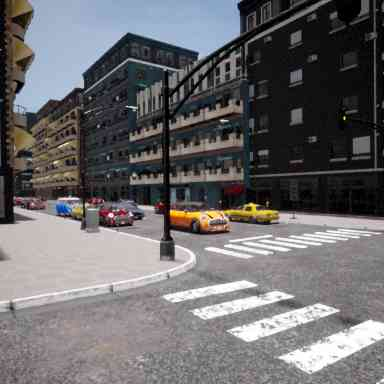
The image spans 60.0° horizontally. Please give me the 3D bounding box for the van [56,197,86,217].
[{"bbox_3d":[-12.215,1.483,32.975,1.690,1.788,3.998,-1,1,-35],"label":"van"}]

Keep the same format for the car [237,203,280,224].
[{"bbox_3d":[4.152,1.498,24.463,1.752,1.417,4.829,-1,1,-35],"label":"car"}]

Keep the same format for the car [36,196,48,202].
[{"bbox_3d":[-37.523,1.728,82.901,1.887,1.381,4.507,-1,1,-35],"label":"car"}]

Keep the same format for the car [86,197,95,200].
[{"bbox_3d":[-13.665,1.475,39.505,2.097,1.767,4.553,-1,0,-35],"label":"car"}]

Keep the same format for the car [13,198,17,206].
[{"bbox_3d":[-31.492,1.783,60.012,1.887,1.381,4.507,-1,1,-35],"label":"car"}]

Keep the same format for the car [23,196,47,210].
[{"bbox_3d":[-21.854,1.628,46.494,1.967,1.590,4.097,-1,1,-35],"label":"car"}]

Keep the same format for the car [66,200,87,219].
[{"bbox_3d":[-8.900,1.652,28.333,1.752,1.417,4.829,-1,1,-35],"label":"car"}]

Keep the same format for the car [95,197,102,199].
[{"bbox_3d":[-15.031,1.502,51.358,1.967,1.590,4.097,-1,1,-35],"label":"car"}]

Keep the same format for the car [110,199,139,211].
[{"bbox_3d":[-8.603,1.582,42.348,2.008,1.369,4.403,-1,1,-35],"label":"car"}]

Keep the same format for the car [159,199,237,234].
[{"bbox_3d":[0.203,1.409,20.022,2.097,1.767,4.553,-1,0,-35],"label":"car"}]

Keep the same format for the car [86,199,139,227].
[{"bbox_3d":[-5.787,1.553,23.965,1.967,1.590,4.097,-1,1,-35],"label":"car"}]

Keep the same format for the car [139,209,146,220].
[{"bbox_3d":[-5.973,1.632,28.689,2.033,1.411,5.357,-1,0,-35],"label":"car"}]

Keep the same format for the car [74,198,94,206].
[{"bbox_3d":[-18.243,1.644,55.865,1.947,1.339,4.313,-1,1,-35],"label":"car"}]

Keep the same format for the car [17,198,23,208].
[{"bbox_3d":[-25.065,1.770,51.000,1.947,1.339,4.313,-1,1,-35],"label":"car"}]

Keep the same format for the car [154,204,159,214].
[{"bbox_3d":[-2.177,1.441,33.335,1.967,1.590,4.097,-1,1,-35],"label":"car"}]

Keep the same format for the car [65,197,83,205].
[{"bbox_3d":[-21.456,1.645,60.371,2.008,1.369,4.403,-1,1,-35],"label":"car"}]
